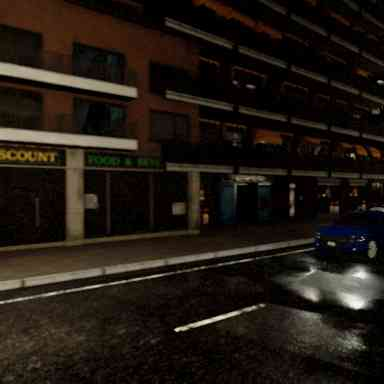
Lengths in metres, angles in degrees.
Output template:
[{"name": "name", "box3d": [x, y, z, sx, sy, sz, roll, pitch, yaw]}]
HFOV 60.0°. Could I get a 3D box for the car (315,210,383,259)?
[{"name": "car", "box3d": [6.691, 1.469, 12.715, 5.008, 1.535, 1.882, 0, 0, -37]}]
